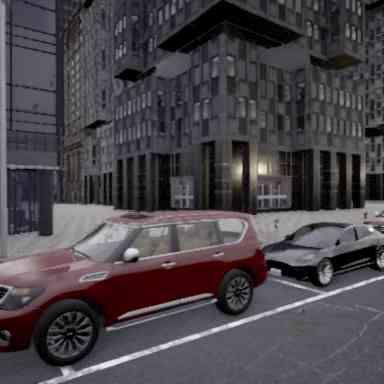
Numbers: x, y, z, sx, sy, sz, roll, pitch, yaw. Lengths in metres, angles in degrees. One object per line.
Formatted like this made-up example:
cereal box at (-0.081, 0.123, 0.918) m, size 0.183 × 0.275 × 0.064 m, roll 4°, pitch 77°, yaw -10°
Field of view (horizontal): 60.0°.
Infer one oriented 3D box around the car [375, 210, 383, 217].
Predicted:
car at (8.364, 1.263, 12.527) m, size 5.009 × 1.841 × 2.192 m, roll 0°, pitch 0°, yaw -36°

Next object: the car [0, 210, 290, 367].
car at (-0.807, 1.305, 5.964) m, size 5.009 × 1.841 × 2.192 m, roll 0°, pitch 0°, yaw -36°

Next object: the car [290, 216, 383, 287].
car at (3.780, 1.534, 9.246) m, size 4.313 × 1.339 × 1.947 m, roll 0°, pitch 0°, yaw -36°
